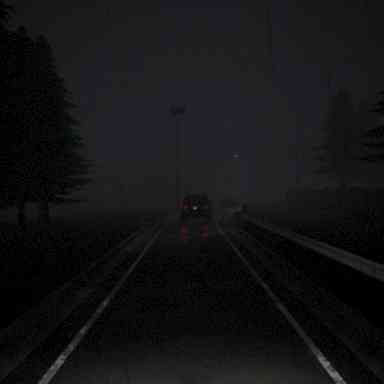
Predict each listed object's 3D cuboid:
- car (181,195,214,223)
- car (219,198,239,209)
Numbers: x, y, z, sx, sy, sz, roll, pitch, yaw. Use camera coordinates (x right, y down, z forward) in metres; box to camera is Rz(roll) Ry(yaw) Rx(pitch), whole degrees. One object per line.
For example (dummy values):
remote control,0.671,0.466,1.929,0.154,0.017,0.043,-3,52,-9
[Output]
car,0.472,1.220,25.952,2.150,2.045,5.566,0,0,6
car,5.039,1.520,45.210,1.812,1.442,4.674,0,0,21
